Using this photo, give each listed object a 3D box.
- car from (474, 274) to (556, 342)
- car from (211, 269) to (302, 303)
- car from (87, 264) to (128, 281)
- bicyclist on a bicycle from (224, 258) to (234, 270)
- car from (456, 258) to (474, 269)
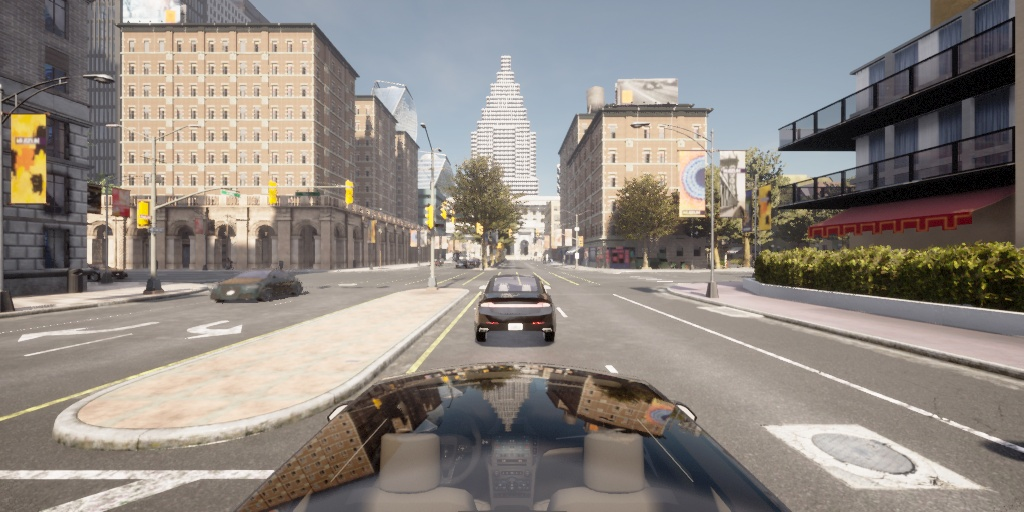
[{"bbox_3d":[0.082,1.242,9.797,2.128,1.511,4.902,0,0,0],"label":"car"},{"bbox_3d":[-11.664,1.314,16.693,1.994,1.385,4.181,0,0,-4],"label":"car"},{"bbox_3d":[-34.159,1.314,29.252,4.181,1.385,1.994,0,0,0],"label":"car"},{"bbox_3d":[-37.237,1.050,47.206,0.582,1.620,1.656,0,0,0],"label":"bicyclist on a bicycle"},{"bbox_3d":[-8.002,1.241,58.545,2.128,1.511,4.902,0,0,0],"label":"car"}]
